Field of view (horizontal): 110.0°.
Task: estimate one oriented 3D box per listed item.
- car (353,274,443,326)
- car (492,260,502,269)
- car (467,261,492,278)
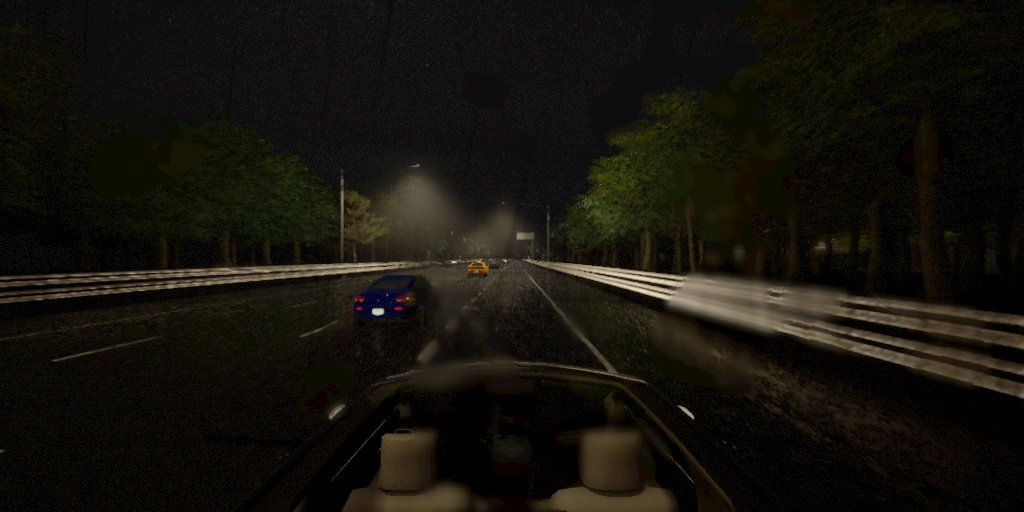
[{"bbox_3d":[-3.493,1.293,11.655,1.812,1.442,4.674,0,0,0],"label":"car"},{"bbox_3d":[-3.280,1.635,64.804,1.994,1.385,4.181,0,0,0],"label":"car"},{"bbox_3d":[-3.432,1.374,36.824,1.882,1.535,5.008,0,0,0],"label":"car"}]
